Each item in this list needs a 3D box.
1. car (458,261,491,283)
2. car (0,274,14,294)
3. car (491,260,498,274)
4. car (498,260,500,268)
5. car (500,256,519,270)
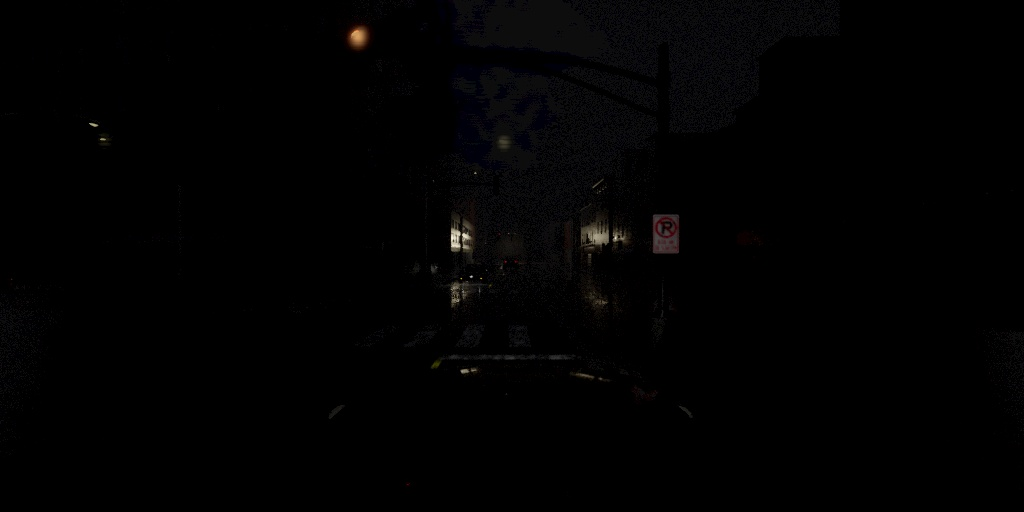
[{"bbox_3d":[-2.951,1.314,27.900,1.994,1.385,4.181,0,0,0],"label":"car"},{"bbox_3d":[-29.598,1.418,19.326,4.674,1.442,1.812,0,0,9],"label":"car"},{"bbox_3d":[-3.005,1.301,41.970,2.033,1.411,5.357,0,0,0],"label":"car"},{"bbox_3d":[-2.987,1.313,62.533,2.033,1.411,5.357,0,0,0],"label":"car"},{"bbox_3d":[-0.198,0.979,52.573,2.150,2.045,5.566,0,0,0],"label":"car"}]
